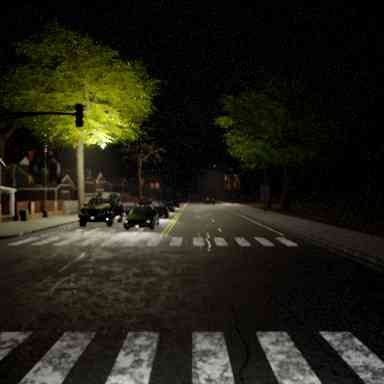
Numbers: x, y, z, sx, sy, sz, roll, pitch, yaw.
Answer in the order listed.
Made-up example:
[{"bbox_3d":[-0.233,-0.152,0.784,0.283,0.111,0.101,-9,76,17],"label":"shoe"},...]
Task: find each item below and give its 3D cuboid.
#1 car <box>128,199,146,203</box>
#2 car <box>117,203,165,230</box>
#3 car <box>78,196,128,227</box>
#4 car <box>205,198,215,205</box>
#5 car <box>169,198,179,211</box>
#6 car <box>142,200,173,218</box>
[{"bbox_3d":[-6.438,1.740,34.668,2.033,1.411,5.357,0,0,0],"label":"car"},{"bbox_3d":[-3.249,1.670,22.350,2.033,1.411,5.357,0,0,0],"label":"car"},{"bbox_3d":[-6.493,1.355,24.363,2.150,2.045,5.566,0,0,0],"label":"car"},{"bbox_3d":[3.663,1.895,67.310,1.837,1.490,4.892,0,0,1],"label":"car"},{"bbox_3d":[-3.151,1.783,41.932,2.033,1.411,5.357,0,0,0],"label":"car"},{"bbox_3d":[-3.202,1.738,31.547,1.994,1.385,4.181,0,0,0],"label":"car"}]
